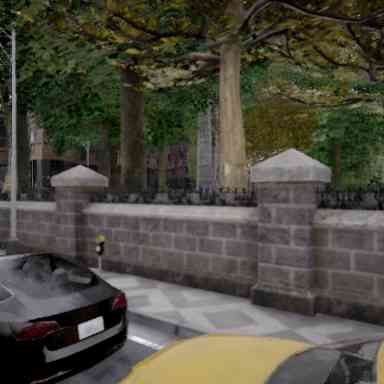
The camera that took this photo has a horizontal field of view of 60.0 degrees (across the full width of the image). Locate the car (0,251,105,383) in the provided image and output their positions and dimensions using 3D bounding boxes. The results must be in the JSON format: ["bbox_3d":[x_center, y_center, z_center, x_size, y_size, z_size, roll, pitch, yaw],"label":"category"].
[{"bbox_3d":[-2.836,1.579,4.984,4.313,1.339,1.947,0,0,35],"label":"car"}]

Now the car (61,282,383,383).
[{"bbox_3d":[1.469,1.525,1.916,4.829,1.417,1.752,0,0,35],"label":"car"}]
